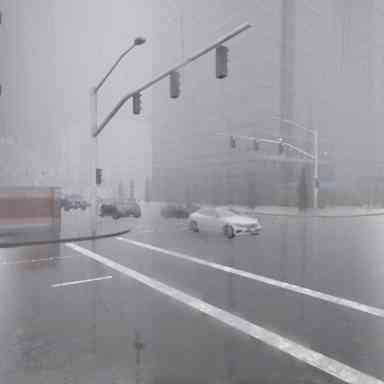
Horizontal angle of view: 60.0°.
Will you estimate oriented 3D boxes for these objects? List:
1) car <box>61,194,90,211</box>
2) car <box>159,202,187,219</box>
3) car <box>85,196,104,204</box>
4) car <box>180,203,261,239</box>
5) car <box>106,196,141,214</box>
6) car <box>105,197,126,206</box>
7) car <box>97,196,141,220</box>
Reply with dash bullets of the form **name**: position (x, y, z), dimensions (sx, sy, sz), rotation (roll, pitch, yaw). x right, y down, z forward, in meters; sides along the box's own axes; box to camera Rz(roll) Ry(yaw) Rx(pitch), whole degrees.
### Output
- **car**: position (-14.573, 1.224, 40.212), dimensions (2.150, 2.045, 5.566), rotation (0, 0, -36)
- **car**: position (-0.680, 1.547, 26.818), dimensions (2.033, 1.411, 5.357), rotation (0, 0, -36)
- **car**: position (-19.032, 1.492, 64.819), dimensions (2.128, 1.511, 4.902), rotation (0, 0, -36)
- **car**: position (1.550, 1.525, 17.692), dimensions (1.812, 1.442, 4.674), rotation (0, 0, -36)
- **car**: position (-7.518, 1.351, 36.367), dimensions (2.097, 1.767, 4.553), rotation (0, 0, -36)
- **car**: position (-13.067, 1.526, 56.485), dimensions (1.812, 1.442, 4.674), rotation (0, 0, -36)
- **car**: position (-6.146, 1.354, 28.441), dimensions (2.097, 1.767, 4.553), rotation (0, 0, -36)
